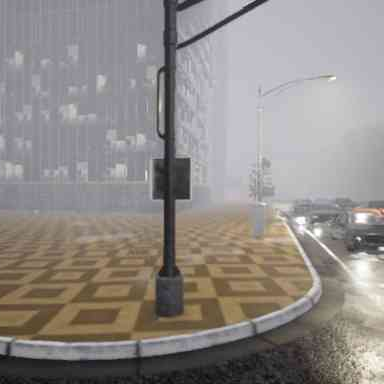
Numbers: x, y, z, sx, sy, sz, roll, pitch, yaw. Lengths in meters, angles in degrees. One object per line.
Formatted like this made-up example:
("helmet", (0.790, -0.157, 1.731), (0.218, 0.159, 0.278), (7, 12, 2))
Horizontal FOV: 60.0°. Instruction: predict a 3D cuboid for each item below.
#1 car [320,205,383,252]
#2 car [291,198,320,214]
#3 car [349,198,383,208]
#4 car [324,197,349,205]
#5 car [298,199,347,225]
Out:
("car", (6.840, 1.476, 13.529), (2.033, 1.411, 5.357), (0, 0, 13))
("car", (10.993, 1.403, 33.118), (2.128, 1.511, 4.902), (0, 0, 11))
("car", (11.812, 1.289, 21.101), (2.097, 1.767, 4.553), (0, 0, 12))
("car", (13.808, 1.281, 30.534), (2.097, 1.767, 4.553), (0, 0, 13))
("car", (8.964, 1.467, 23.314), (2.033, 1.411, 5.357), (0, 0, 12))
